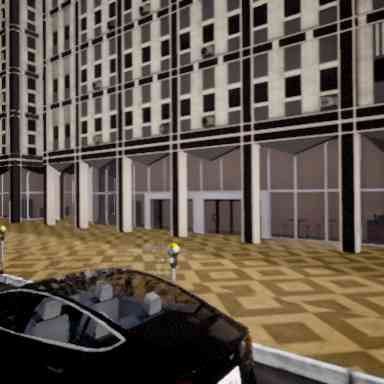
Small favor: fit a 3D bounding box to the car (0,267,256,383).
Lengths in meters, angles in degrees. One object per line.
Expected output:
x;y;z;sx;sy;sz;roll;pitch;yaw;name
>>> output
-1.392;1.589;3.873;4.313;1.339;1.947;0;0;36;car
